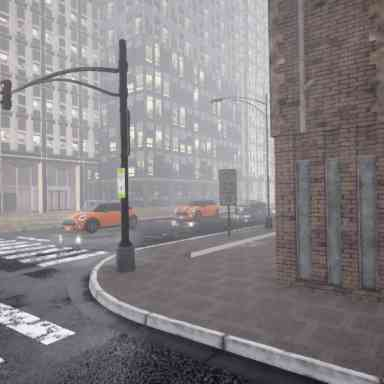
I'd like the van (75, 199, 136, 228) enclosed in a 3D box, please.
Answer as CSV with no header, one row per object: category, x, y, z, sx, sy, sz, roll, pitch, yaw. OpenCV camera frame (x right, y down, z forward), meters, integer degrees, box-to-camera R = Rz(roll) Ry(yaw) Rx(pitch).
van,-5.989,1.460,23.534,1.690,1.788,3.998,-2,-1,36

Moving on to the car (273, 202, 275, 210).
car,12.596,1.476,44.802,2.097,1.767,4.553,-1,-1,36

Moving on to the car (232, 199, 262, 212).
car,6.896,1.689,41.407,1.752,1.417,4.829,-2,-1,36

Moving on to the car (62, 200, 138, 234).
car,-5.426,1.416,19.935,2.097,1.767,4.553,-1,-1,37

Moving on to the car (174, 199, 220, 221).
car,0.484,1.435,28.080,2.097,1.767,4.553,-1,-1,36

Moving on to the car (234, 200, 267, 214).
car,6.547,1.595,36.476,2.128,1.511,4.902,-1,-1,36
